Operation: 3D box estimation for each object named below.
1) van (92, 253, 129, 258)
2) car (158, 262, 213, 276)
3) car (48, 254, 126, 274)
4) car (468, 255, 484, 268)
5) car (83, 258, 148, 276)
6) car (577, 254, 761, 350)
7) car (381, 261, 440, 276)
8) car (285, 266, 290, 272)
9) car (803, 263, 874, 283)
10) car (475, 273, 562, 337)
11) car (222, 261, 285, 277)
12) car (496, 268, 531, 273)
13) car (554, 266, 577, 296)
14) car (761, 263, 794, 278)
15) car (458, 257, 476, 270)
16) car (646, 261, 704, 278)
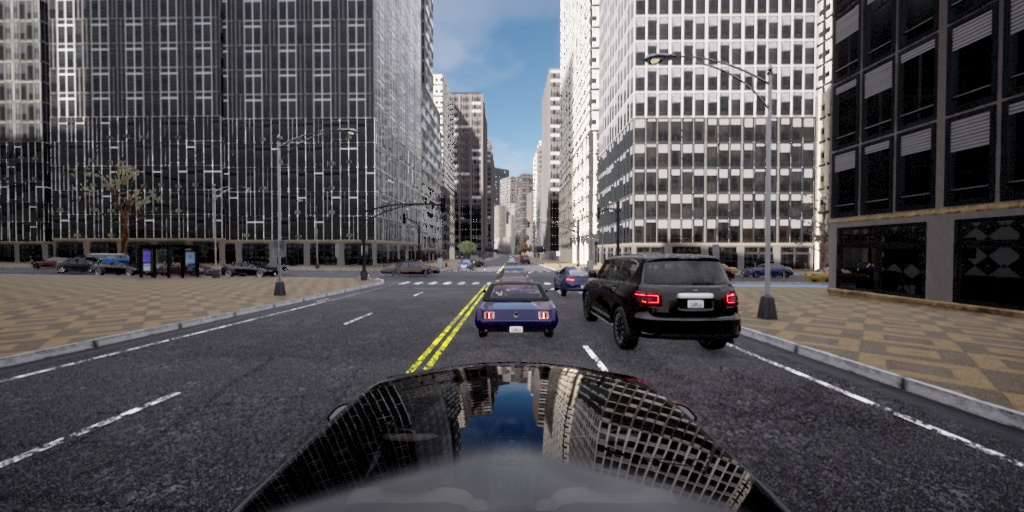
[{"bbox_3d":[-45.319,0.593,40.124,3.998,1.789,1.690,0,0,1],"label":"van"},{"bbox_3d":[-28.440,1.128,31.304,4.207,1.307,1.802,0,0,1],"label":"car"},{"bbox_3d":[-40.461,0.895,34.239,4.892,1.490,1.837,1,1,1],"label":"car"},{"bbox_3d":[-6.623,0.906,61.183,2.150,2.045,5.566,0,0,0],"label":"car"},{"bbox_3d":[-34.121,1.060,31.473,4.313,1.339,1.948,0,0,1],"label":"car"},{"bbox_3d":[3.345,0.966,9.232,2.150,2.045,5.566,0,0,0],"label":"car"},{"bbox_3d":[-9.692,1.205,34.490,5.357,1.411,2.033,0,1,-11],"label":"car"},{"bbox_3d":[-23.862,1.144,33.907,4.718,1.301,1.895,1,1,1],"label":"car"},{"bbox_3d":[27.618,1.570,30.494,4.829,1.417,1.751,0,0,1],"label":"car"},{"bbox_3d":[0.095,1.344,10.194,1.895,1.301,4.718,0,0,0],"label":"car"},{"bbox_3d":[-22.756,1.164,31.176,4.313,1.339,1.948,0,0,1],"label":"car"},{"bbox_3d":[0.088,1.299,18.931,1.994,1.385,4.181,0,0,0],"label":"car"},{"bbox_3d":[3.336,1.261,18.924,1.812,1.442,4.674,0,0,0],"label":"car"},{"bbox_3d":[25.805,1.460,36.305,4.674,1.442,1.812,1,1,1],"label":"car"},{"bbox_3d":[-6.630,1.225,51.220,1.812,1.442,4.674,0,0,-2],"label":"car"},{"bbox_3d":[16.492,1.330,36.454,5.008,1.535,1.882,1,1,1],"label":"car"}]
